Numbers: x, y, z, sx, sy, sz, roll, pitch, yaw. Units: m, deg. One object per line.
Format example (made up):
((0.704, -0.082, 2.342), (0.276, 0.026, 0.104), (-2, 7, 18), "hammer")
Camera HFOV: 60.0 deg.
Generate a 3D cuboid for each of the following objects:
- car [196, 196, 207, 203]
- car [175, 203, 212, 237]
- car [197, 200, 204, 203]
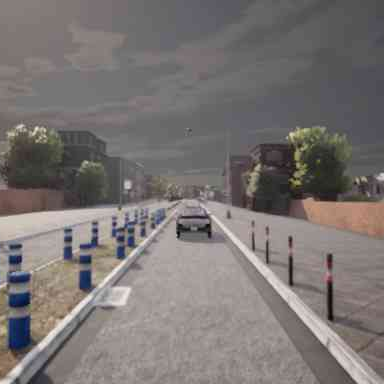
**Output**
((2.994, 2.283, 90.592), (2.231, 1.521, 4.892), (0, -1, 0), "car")
((0.100, 1.594, 18.585), (2.128, 1.511, 4.902), (0, 0, 0), "car")
((0.092, 1.860, 36.958), (1.895, 1.301, 4.718), (0, -1, 0), "car")
